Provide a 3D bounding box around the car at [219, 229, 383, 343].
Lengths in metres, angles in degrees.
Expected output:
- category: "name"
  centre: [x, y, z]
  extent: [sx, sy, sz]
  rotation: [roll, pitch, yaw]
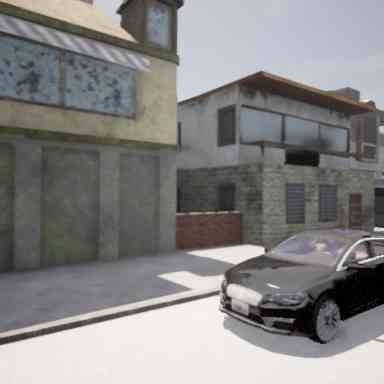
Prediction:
- category: "car"
  centre: [2.722, 1.549, 6.621]
  extent: [4.902, 1.511, 2.128]
  rotation: [1, 0, -36]
